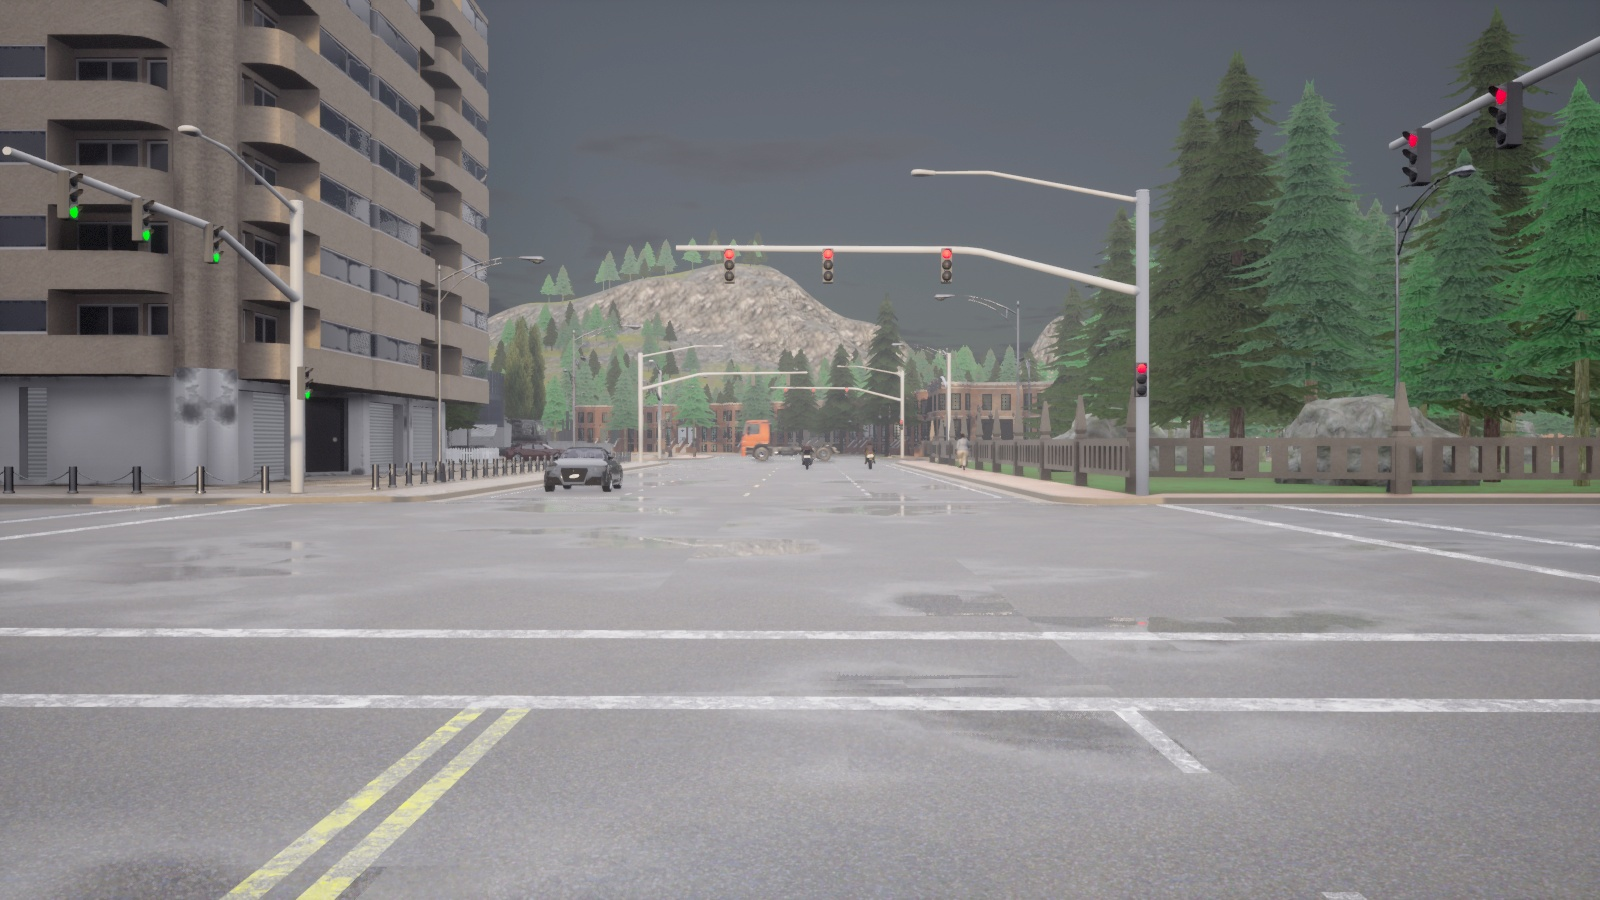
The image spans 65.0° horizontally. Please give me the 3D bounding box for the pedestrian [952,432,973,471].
[{"bbox_3d":[7.873,0.067,60.961,0.874,1.855,0.900,0,0,-1],"label":"pedestrian"}]

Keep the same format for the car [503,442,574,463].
[{"bbox_3d":[-19.808,0.170,95.341,5.008,1.535,1.882,0,0,0],"label":"car"}]

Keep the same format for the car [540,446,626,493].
[{"bbox_3d":[-6.774,0.582,39.592,1.994,1.385,4.181,0,0,0],"label":"car"}]
